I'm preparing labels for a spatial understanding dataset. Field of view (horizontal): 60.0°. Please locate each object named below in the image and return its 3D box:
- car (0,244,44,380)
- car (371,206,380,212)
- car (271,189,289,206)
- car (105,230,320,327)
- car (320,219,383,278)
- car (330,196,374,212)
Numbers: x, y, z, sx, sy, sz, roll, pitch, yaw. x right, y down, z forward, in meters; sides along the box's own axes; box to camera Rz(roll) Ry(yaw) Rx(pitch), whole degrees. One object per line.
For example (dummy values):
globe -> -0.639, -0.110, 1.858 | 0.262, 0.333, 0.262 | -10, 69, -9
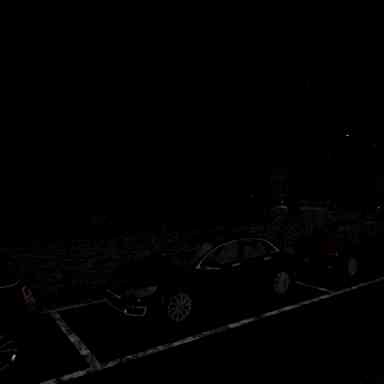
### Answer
car -> -4.029, 1.440, 3.776 | 4.097, 1.590, 1.967 | 0, 0, -36
car -> 9.293, 1.441, 13.292 | 4.097, 1.590, 1.967 | 0, 0, -36
car -> 9.891, 0.697, 41.527 | 2.150, 2.045, 5.566 | 0, 1, -35
car -> 0.412, 1.551, 6.948 | 4.403, 1.369, 2.008 | 0, 0, -36
car -> 4.852, 1.545, 10.120 | 4.507, 1.381, 1.887 | 0, 0, -36
car -> 15.992, 1.171, 33.015 | 2.128, 1.511, 4.902 | 0, 1, -36
